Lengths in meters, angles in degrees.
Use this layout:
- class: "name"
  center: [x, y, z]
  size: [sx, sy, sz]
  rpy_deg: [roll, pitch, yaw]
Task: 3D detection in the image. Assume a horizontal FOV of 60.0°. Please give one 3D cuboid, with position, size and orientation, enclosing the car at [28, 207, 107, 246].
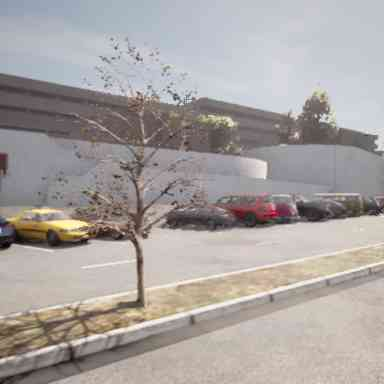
- class: "car"
  center: [-6.614, 1.488, 15.363]
  size: [5.366, 1.575, 1.946]
  rpy_deg: [-1, -1, 35]

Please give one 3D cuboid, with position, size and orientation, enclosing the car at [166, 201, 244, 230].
- class: "car"
  center: [0.525, 1.503, 20.655]
  size: [4.674, 1.452, 2.002]
  rpy_deg: [-1, 0, 35]

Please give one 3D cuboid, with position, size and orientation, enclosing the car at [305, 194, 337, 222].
- class: "car"
  center: [7.837, 1.151, 25.842]
  size: [5.566, 2.045, 2.435]
  rpy_deg: [-1, -1, 35]

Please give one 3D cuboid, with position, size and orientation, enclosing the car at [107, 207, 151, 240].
- class: "car"
  center: [-4.313, 1.518, 17.179]
  size: [4.792, 1.488, 2.163]
  rpy_deg: [-1, -1, 35]

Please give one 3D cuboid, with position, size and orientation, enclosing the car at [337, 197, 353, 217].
- class: "car"
  center: [10.248, 1.381, 27.578]
  size: [4.892, 1.521, 2.231]
  rpy_deg: [-1, 0, 35]

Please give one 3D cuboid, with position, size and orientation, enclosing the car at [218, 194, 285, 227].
- class: "car"
  center: [2.924, 1.196, 22.405]
  size: [5.566, 2.045, 2.435]
  rpy_deg: [-1, 0, 35]

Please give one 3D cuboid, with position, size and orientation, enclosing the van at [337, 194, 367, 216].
- class: "van"
  center: [12.572, 1.134, 29.378]
  size: [4.442, 1.987, 1.878]
  rpy_deg: [-1, 0, 35]

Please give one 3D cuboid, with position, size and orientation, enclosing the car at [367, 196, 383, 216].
- class: "car"
  center: [15.126, 1.209, 31.026]
  size: [4.553, 1.767, 2.185]
  rpy_deg: [-1, 0, 34]

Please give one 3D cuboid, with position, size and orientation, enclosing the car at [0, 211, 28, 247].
- class: "car"
  center: [-9.229, 1.526, 13.744]
  size: [4.792, 1.488, 2.163]
  rpy_deg: [-1, -1, 35]

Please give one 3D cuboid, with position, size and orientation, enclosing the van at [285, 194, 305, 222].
- class: "van"
  center: [5.481, 1.198, 24.061]
  size: [4.442, 1.987, 1.878]
  rpy_deg: [-1, -1, 35]
